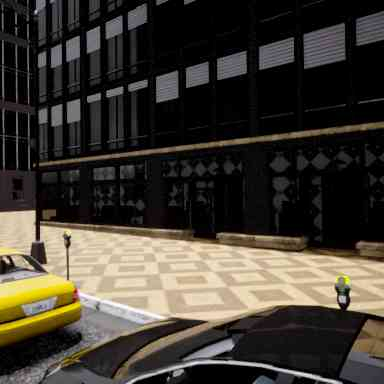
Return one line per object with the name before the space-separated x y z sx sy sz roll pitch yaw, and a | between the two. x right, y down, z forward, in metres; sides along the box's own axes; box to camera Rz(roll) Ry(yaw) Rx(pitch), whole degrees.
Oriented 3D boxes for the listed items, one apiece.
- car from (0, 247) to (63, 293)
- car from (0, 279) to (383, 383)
car | -3.951 1.527 5.874 4.829 1.417 1.752 0 -1 36
car | 0.683 1.566 2.359 4.313 1.339 1.947 0 -1 36
